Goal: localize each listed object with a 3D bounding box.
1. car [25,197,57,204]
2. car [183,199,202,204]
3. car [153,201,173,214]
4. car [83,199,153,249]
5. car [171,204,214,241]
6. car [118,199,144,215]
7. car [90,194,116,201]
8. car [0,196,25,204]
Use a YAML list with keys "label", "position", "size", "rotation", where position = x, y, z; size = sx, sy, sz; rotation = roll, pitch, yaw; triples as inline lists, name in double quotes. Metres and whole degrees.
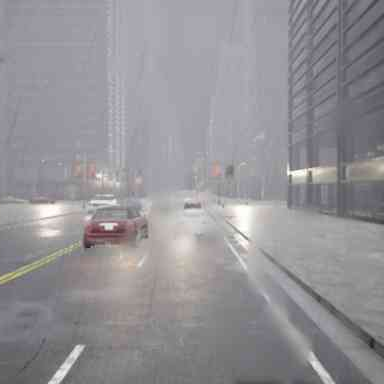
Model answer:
- label: "car"
  position: [-26.053, 1.510, 58.271]
  size: [4.507, 1.381, 1.887]
  rotation: [0, 0, 0]
- label: "car"
  position: [0.086, 1.536, 36.292]
  size: [1.882, 1.535, 5.008]
  rotation: [0, 0, 0]
- label: "car"
  position: [-3.164, 1.622, 35.751]
  size: [1.994, 1.385, 4.181]
  rotation: [0, 0, 0]
- label: "car"
  position: [-3.156, 1.377, 14.749]
  size: [2.097, 1.767, 4.553]
  rotation: [0, 0, 0]
- label: "car"
  position: [0.093, 1.553, 16.895]
  size: [1.812, 1.442, 4.674]
  rotation: [0, 0, 0]
- label: "car"
  position: [-6.556, 1.567, 36.263]
  size: [1.837, 1.490, 4.892]
  rotation: [0, 0, 1]
- label: "car"
  position: [-9.803, 1.285, 36.654]
  size: [2.150, 2.045, 5.566]
  rotation: [0, 0, 1]
- label: "car"
  position: [-31.508, 1.449, 58.236]
  size: [4.829, 1.417, 1.752]
  rotation: [0, 0, 0]
